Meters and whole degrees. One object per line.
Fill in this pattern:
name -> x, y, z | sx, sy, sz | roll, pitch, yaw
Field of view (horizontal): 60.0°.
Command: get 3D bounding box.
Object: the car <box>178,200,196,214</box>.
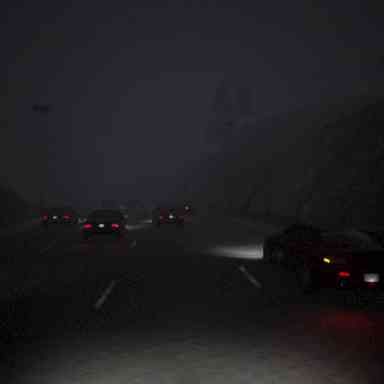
car -> -1.007, 1.547, 34.934 | 1.994, 1.385, 4.181 | -1, 0, -15

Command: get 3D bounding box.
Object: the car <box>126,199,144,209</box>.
car -> -8.025, 1.660, 46.265 | 1.895, 1.301, 4.718 | -1, 0, -19

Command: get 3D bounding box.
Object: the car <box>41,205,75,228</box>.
car -> -9.103, 1.639, 23.286 | 2.033, 1.411, 5.357 | -1, 0, -12

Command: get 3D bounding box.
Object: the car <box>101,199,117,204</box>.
car -> -11.058, 1.646, 44.361 | 2.033, 1.411, 5.357 | -1, 0, -21

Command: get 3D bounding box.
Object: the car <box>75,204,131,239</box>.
car -> -4.509, 1.588, 17.617 | 2.033, 1.411, 5.357 | -1, 0, -9

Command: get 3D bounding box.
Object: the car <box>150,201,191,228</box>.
car -> -1.707, 1.550, 22.371 | 2.033, 1.411, 5.357 | -1, 0, -11

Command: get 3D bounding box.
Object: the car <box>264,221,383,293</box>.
car -> 3.297, 1.478, 8.682 | 1.812, 1.442, 4.674 | 0, 0, -4
